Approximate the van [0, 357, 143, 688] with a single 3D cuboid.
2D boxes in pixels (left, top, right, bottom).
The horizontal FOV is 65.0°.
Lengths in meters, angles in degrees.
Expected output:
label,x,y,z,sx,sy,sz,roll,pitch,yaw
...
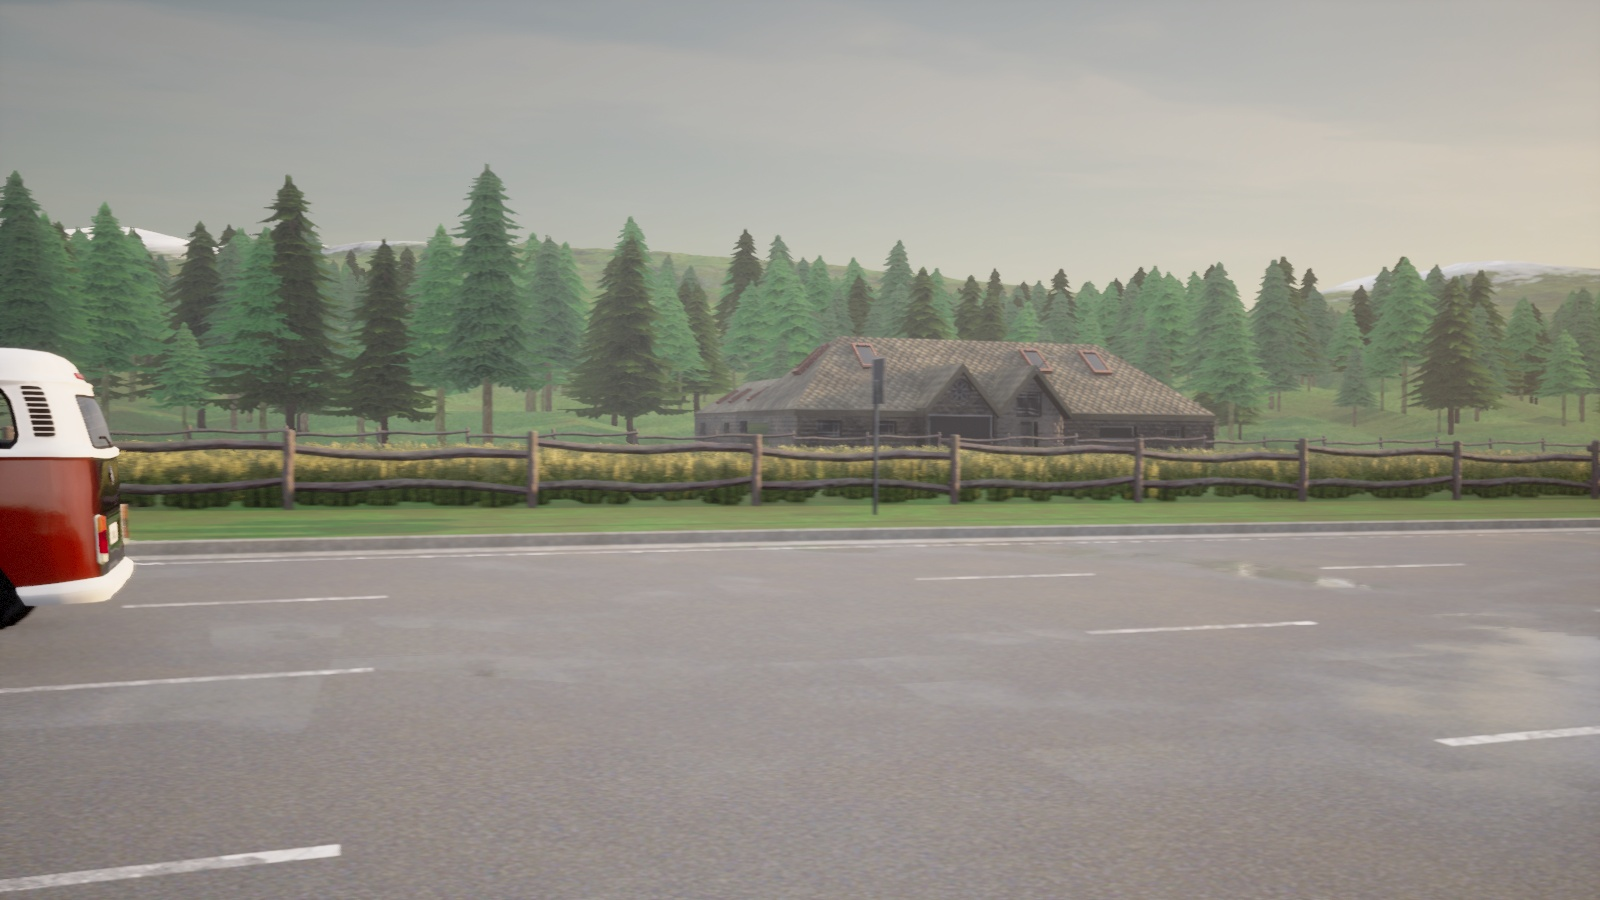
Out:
label,x,y,z,sx,sy,sz,roll,pitch,yaw
van,-6.838,0.464,8.039,4.480,2.038,2.069,-1,1,-23
